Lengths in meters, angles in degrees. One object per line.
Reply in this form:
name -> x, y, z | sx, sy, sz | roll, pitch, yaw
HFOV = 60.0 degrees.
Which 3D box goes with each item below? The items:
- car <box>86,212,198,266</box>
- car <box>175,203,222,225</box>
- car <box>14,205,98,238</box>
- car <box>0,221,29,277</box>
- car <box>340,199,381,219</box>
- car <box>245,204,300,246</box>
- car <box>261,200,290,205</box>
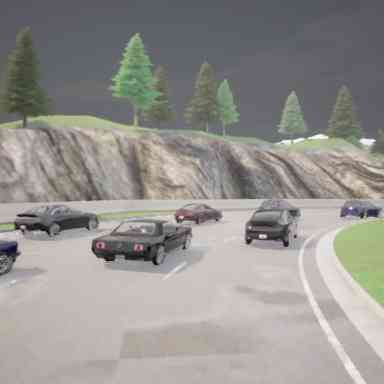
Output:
car -> -1.431, 1.587, 11.624 | 1.895, 1.301, 4.718 | 1, 0, 16
car -> 0.490, 1.530, 24.100 | 1.812, 1.442, 4.674 | 0, 0, 31
car -> -6.910, 1.426, 17.542 | 2.128, 1.511, 4.902 | 0, 0, 20
car -> -6.028, 1.543, 7.266 | 1.895, 1.301, 4.718 | 1, 0, 10
car -> 15.720, 1.500, 30.850 | 4.553, 1.767, 2.097 | 1, 0, -40
car -> 3.810, 1.541, 15.584 | 1.837, 1.490, 4.892 | 0, 0, 23
car -> 7.178, 1.419, 27.364 | 2.097, 1.767, 4.553 | 1, 0, 38
